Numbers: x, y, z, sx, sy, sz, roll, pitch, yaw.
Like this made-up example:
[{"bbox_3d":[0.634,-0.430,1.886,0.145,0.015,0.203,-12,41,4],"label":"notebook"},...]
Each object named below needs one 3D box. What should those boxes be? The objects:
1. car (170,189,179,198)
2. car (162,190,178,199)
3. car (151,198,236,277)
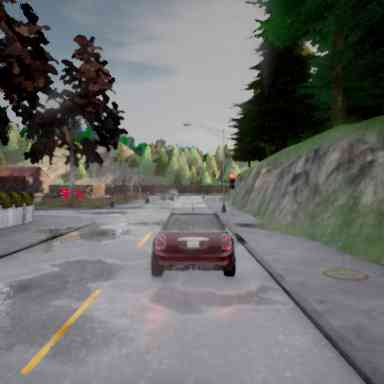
[{"bbox_3d":[-4.012,0.332,72.209,2.150,2.045,5.566,0,1,0],"label":"car"},{"bbox_3d":[-4.071,0.794,56.652,2.128,1.511,4.902,0,1,0],"label":"car"},{"bbox_3d":[0.052,1.227,10.002,2.097,1.767,4.553,0,1,1],"label":"car"}]
